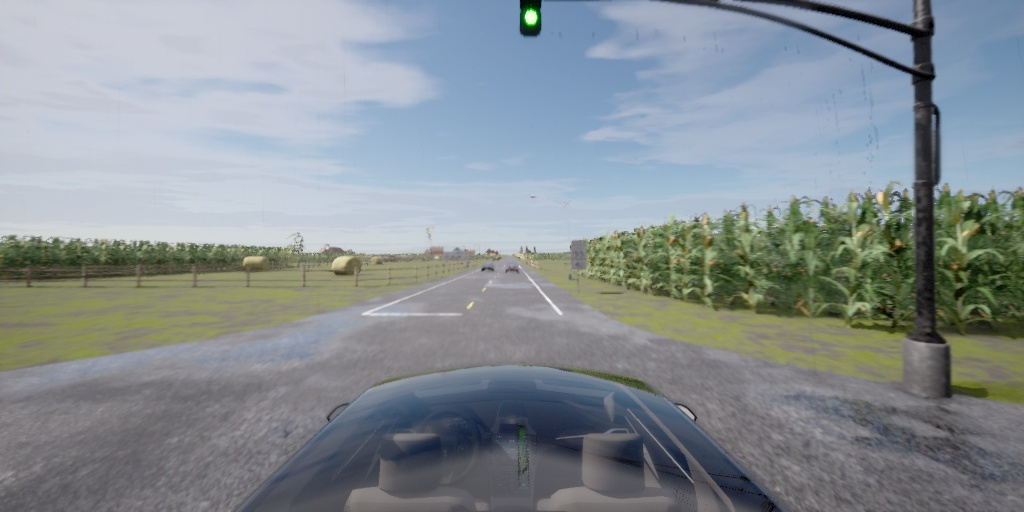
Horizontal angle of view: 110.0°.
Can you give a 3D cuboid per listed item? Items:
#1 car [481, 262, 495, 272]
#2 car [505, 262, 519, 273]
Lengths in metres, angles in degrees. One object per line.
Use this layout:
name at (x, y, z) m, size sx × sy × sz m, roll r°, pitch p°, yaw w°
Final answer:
car at (-3.498, 1.548, 52.945) m, size 2.033 × 1.411 × 5.357 m, roll 0°, pitch 0°, yaw 0°
car at (0.002, 1.540, 47.930) m, size 2.033 × 1.411 × 5.357 m, roll 0°, pitch 0°, yaw 0°
